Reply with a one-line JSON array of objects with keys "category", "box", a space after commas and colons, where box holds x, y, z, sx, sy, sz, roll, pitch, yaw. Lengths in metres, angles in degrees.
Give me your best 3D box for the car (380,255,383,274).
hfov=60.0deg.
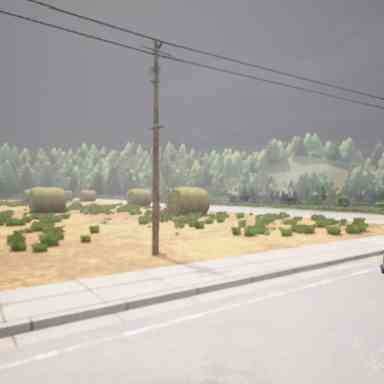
[{"category": "car", "box": [7.352, 1.586, 9.154, 5.357, 1.411, 2.033, 0, 0, -35]}]
